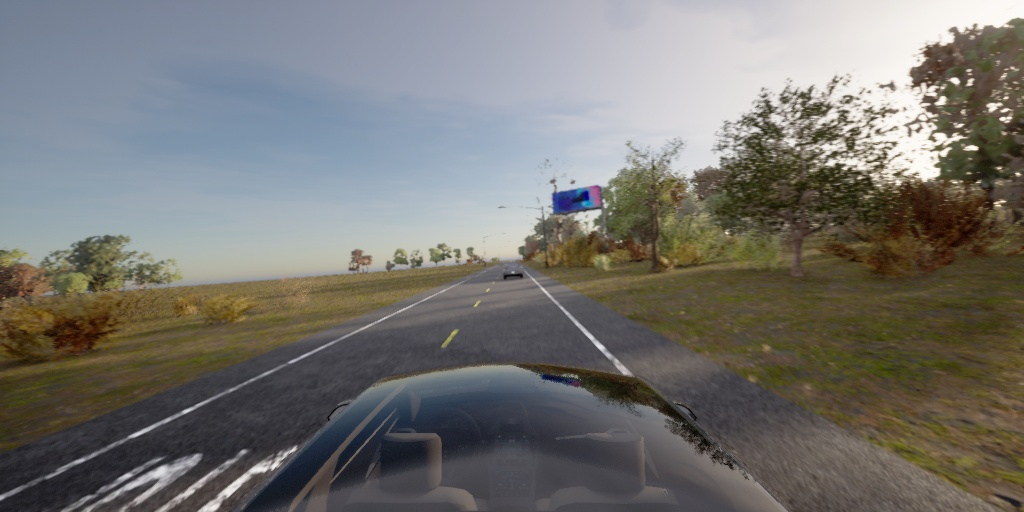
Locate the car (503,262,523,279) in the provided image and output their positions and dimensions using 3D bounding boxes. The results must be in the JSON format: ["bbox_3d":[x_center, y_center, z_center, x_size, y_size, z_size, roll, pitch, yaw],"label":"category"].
[{"bbox_3d":[0.115,1.567,36.948,1.994,1.385,4.181,-5,0,1],"label":"car"}]
